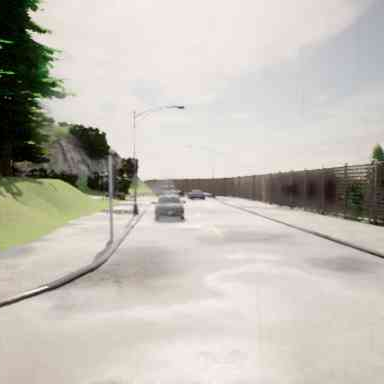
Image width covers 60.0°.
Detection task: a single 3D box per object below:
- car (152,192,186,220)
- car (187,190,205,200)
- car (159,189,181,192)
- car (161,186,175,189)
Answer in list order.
[{"bbox_3d":[-1.531,0.973,22.231,1.837,1.490,4.892,-1,1,-4],"label":"car"},{"bbox_3d":[0.591,0.402,47.493,1.994,1.385,4.181,-1,1,-8],"label":"car"},{"bbox_3d":[-2.269,0.762,32.099,1.812,1.442,4.674,-1,1,-4],"label":"car"},{"bbox_3d":[-3.018,0.213,42.467,2.150,2.045,5.566,-1,1,-4],"label":"car"}]
